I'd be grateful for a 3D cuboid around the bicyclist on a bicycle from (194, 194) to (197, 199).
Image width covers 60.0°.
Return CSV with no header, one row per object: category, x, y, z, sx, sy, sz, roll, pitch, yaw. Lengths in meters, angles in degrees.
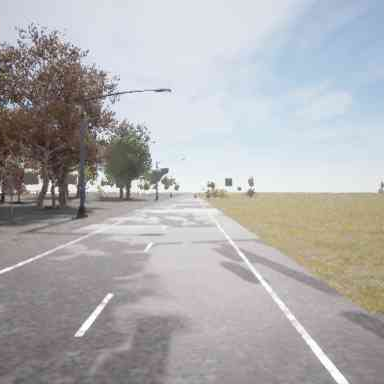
bicyclist on a bicycle,0.989,1.517,95.474,0.866,1.612,1.509,2,1,0
